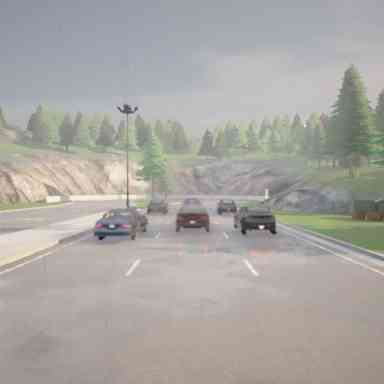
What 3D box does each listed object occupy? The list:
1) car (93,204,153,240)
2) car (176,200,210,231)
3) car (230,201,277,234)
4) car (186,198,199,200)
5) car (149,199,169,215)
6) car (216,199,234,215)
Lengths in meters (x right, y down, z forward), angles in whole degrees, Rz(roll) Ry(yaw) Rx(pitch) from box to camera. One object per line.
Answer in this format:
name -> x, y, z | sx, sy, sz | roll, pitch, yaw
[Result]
car -> -3.477, 1.548, 17.065 | 2.033, 1.411, 5.357 | 0, 0, 1
car -> 0.055, 1.477, 20.403 | 1.882, 1.535, 5.008 | 0, 0, 0
car -> 3.547, 1.506, 19.261 | 1.837, 1.490, 4.892 | 0, 0, 1
car -> 0.047, 1.351, 34.157 | 2.097, 1.767, 4.553 | 0, 0, 1
car -> -3.453, 1.492, 34.244 | 2.128, 1.511, 4.902 | 0, 0, 1
car -> 3.547, 1.492, 34.242 | 2.128, 1.511, 4.902 | 0, 0, 1
